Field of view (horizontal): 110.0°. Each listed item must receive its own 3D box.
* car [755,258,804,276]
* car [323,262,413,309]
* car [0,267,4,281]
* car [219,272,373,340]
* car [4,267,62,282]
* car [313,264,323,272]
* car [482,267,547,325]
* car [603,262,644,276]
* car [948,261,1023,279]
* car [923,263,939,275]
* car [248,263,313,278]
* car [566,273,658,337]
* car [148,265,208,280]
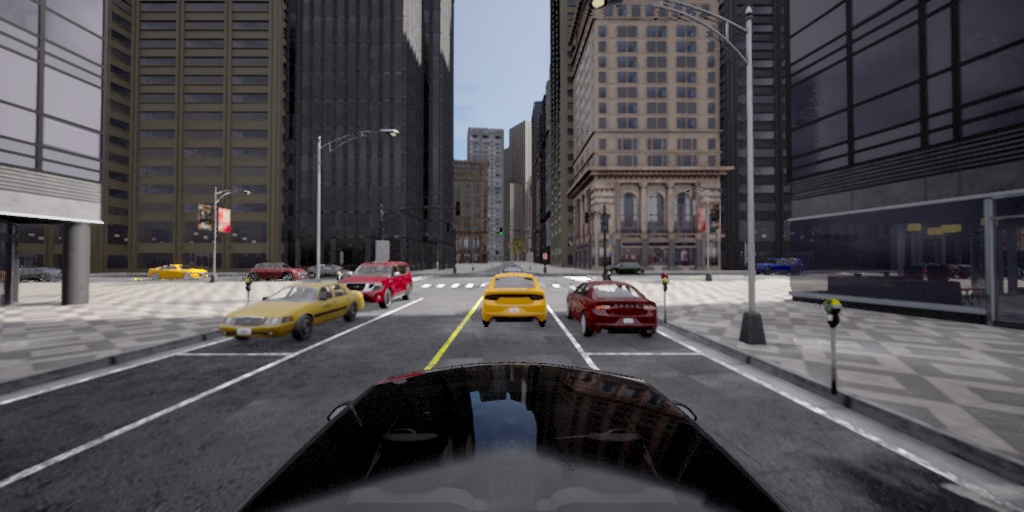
[{"bbox_3d":[31.756,1.281,43.023,5.566,2.045,2.150,0,-1,0],"label":"car"},{"bbox_3d":[-5.874,1.186,15.878,2.192,1.841,5.009,0,0,0],"label":"car"},{"bbox_3d":[-52.250,1.804,36.270,4.892,1.490,1.837,0,-1,0],"label":"car"},{"bbox_3d":[-5.867,1.348,10.249,1.751,1.417,4.829,0,0,0],"label":"car"},{"bbox_3d":[-42.960,1.710,32.963,4.181,1.385,1.994,0,-1,0],"label":"car"},{"bbox_3d":[-18.320,1.593,36.232,4.902,1.511,2.128,0,-1,0],"label":"car"},{"bbox_3d":[0.072,1.315,12.175,1.882,1.535,5.008,0,0,0],"label":"car"},{"bbox_3d":[13.325,1.460,42.990,4.553,1.767,2.097,0,-1,0],"label":"car"},{"bbox_3d":[44.171,1.364,33.148,4.902,1.511,2.128,0,-1,0],"label":"car"},{"bbox_3d":[44.997,1.525,36.389,4.718,1.301,1.895,0,-1,0],"label":"car"},{"bbox_3d":[-21.412,1.413,32.980,4.553,1.767,2.097,0,-1,0],"label":"car"},{"bbox_3d":[2.658,1.367,10.427,1.888,1.381,4.507,0,0,0],"label":"car"},{"bbox_3d":[-33.646,1.640,36.209,5.008,1.535,1.882,0,-1,0],"label":"car"}]
